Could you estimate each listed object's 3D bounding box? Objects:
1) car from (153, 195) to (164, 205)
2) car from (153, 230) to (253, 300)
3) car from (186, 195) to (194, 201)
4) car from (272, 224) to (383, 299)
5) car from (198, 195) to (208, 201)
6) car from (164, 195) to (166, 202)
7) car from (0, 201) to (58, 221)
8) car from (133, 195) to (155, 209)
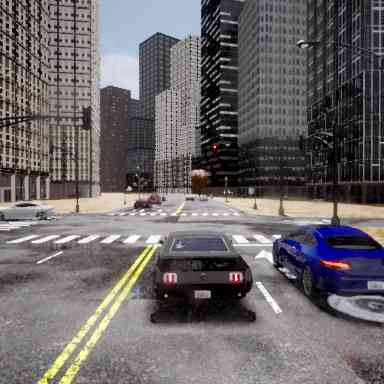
[{"bbox_3d":[-6.561,1.283,57.702,2.097,1.767,4.553,0,0,0],"label":"car"},{"bbox_3d":[0.104,1.597,8.347,1.895,1.301,4.718,0,0,-3],"label":"car"},{"bbox_3d":[-0.503,1.467,80.504,1.895,1.301,4.718,0,0,-4],"label":"car"},{"bbox_3d":[3.346,1.522,8.318,1.812,1.442,4.674,0,0,1],"label":"car"},{"bbox_3d":[2.746,1.394,80.620,1.812,1.442,4.674,0,0,-4],"label":"car"},{"bbox_3d":[-6.688,1.409,73.294,2.128,1.511,4.902,0,0,-1],"label":"car"},{"bbox_3d":[-13.046,1.443,26.085,4.674,1.442,1.812,0,2,-14],"label":"car"},{"bbox_3d":[-6.568,1.522,44.622,1.994,1.385,4.181,0,0,0],"label":"car"}]
